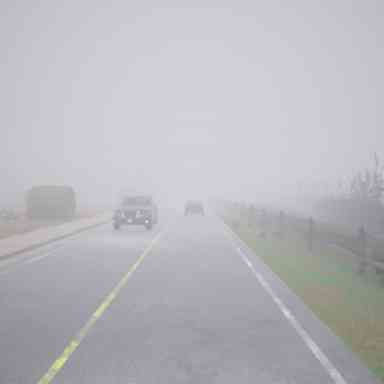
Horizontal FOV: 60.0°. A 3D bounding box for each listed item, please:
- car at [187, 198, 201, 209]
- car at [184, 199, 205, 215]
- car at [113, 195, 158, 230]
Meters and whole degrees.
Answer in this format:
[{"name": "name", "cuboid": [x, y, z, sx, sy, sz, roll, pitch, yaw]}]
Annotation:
[{"name": "car", "cuboid": [0.288, 1.581, 46.362, 1.895, 1.301, 4.718, 0, 0, 0]}, {"name": "car", "cuboid": [0.230, 1.463, 33.279, 1.882, 1.535, 5.008, 0, 0, 0]}, {"name": "car", "cuboid": [-3.419, 1.213, 21.139, 2.150, 2.045, 5.566, 0, 0, 0]}]
